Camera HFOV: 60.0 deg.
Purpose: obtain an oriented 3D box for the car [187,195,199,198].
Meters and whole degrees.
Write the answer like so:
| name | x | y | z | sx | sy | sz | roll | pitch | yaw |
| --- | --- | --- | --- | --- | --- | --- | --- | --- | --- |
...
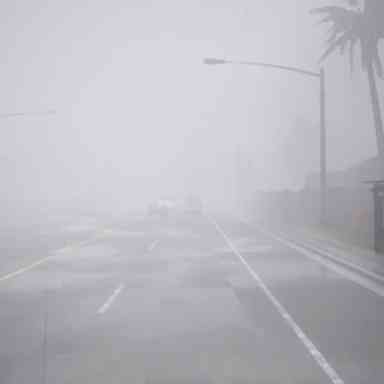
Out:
| name | x | y | z | sx | sy | sz | roll | pitch | yaw |
| --- | --- | --- | --- | --- | --- | --- | --- | --- | --- |
| car | 0.135 | 1.458 | 46.425 | 2.150 | 2.045 | 5.566 | 0 | 0 | 0 |

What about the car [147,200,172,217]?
| name | x | y | z | sx | sy | sz | roll | pitch | yaw |
| --- | --- | --- | --- | --- | --- | --- | --- | --- | --- |
| car | -3.377 | 1.815 | 34.196 | 1.895 | 1.301 | 4.718 | 0 | 0 | 0 |

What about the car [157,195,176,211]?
| name | x | y | z | sx | sy | sz | roll | pitch | yaw |
| --- | --- | --- | --- | --- | --- | --- | --- | --- | --- |
| car | -3.386 | 1.460 | 44.206 | 2.150 | 2.045 | 5.566 | 0 | 0 | 4 |

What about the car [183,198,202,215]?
| name | x | y | z | sx | sy | sz | roll | pitch | yaw |
| --- | --- | --- | --- | --- | --- | --- | --- | --- | --- |
| car | 0.130 | 1.737 | 36.143 | 1.812 | 1.442 | 4.674 | 0 | 0 | 0 |
